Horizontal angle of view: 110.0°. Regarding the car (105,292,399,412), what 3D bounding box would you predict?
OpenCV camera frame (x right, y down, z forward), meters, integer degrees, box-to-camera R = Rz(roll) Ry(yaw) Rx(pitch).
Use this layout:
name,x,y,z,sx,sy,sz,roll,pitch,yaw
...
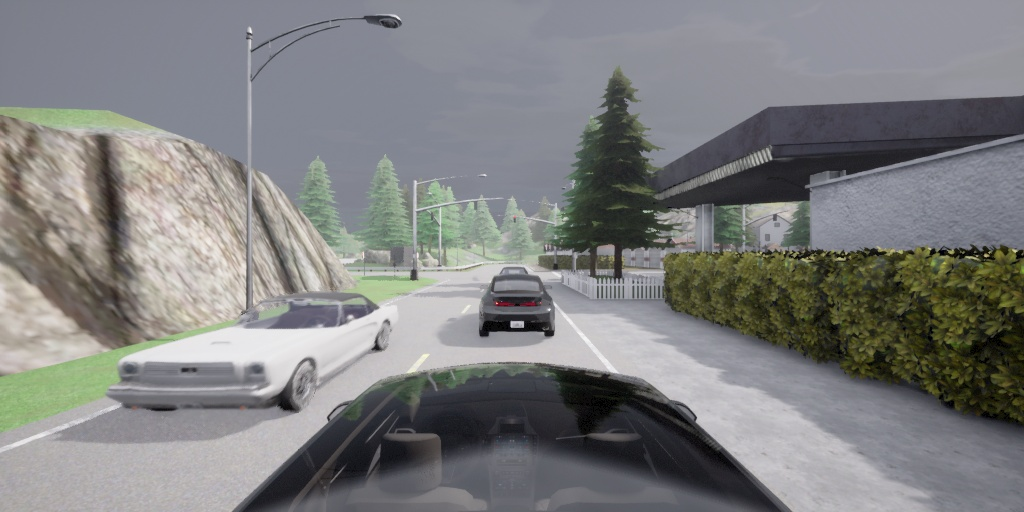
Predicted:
name,x,y,z,sx,sy,sz,roll,pitch,yaw
car,-3.588,1.351,6.189,1.895,1.301,4.718,0,0,0

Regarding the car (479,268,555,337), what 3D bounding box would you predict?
name,x,y,z,sx,sy,sz,roll,pitch,yaw
car,0.119,1.255,10.288,1.837,1.490,4.892,0,0,0
